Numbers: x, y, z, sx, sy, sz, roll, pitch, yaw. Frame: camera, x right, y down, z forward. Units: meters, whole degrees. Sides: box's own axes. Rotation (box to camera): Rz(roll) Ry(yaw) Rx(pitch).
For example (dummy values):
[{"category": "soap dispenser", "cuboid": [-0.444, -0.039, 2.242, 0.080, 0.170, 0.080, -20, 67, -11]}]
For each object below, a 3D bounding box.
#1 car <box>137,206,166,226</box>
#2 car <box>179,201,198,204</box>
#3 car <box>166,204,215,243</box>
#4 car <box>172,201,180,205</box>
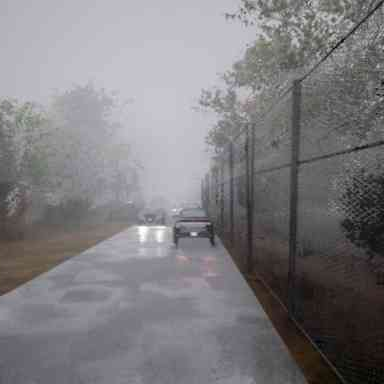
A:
[{"category": "car", "cuboid": [-2.899, 1.728, 25.018, 1.994, 1.385, 4.181, 0, -1, 0]}, {"category": "car", "cuboid": [0.000, 1.877, 35.704, 2.033, 1.411, 5.357, 0, -1, 0]}, {"category": "car", "cuboid": [0.076, 1.563, 16.377, 2.128, 1.511, 4.902, 0, 0, 0]}, {"category": "car", "cuboid": [-2.776, 2.613, 66.431, 2.128, 1.511, 4.902, 0, -2, 2]}]
